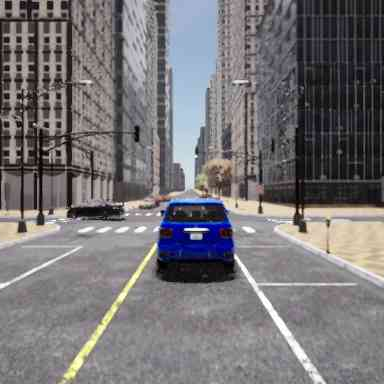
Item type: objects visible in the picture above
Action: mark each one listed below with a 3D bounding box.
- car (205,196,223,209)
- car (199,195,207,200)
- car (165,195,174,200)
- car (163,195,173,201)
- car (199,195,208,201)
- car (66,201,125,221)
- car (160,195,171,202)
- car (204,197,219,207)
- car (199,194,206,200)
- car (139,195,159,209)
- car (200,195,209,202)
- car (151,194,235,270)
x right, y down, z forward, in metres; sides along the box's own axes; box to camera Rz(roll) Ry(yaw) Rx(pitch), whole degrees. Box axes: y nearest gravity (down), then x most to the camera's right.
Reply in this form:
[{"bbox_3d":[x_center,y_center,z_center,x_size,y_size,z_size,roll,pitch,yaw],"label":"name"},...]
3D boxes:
[{"bbox_3d":[2.830,1.365,43.556,1.967,1.590,4.097,0,0,0],"label":"car"},{"bbox_3d":[2.706,1.344,83.281,2.008,1.369,4.403,0,0,0],"label":"car"},{"bbox_3d":[-5.674,1.344,83.289,2.008,1.369,4.403,0,0,0],"label":"car"},{"bbox_3d":[-5.675,1.366,77.614,2.008,1.369,4.403,0,0,0],"label":"car"},{"bbox_3d":[2.706,1.360,77.606,1.887,1.381,4.507,0,0,0],"label":"car"},{"bbox_3d":[-7.857,1.467,26.935,4.902,1.511,2.128,0,-1,20],"label":"car"},{"bbox_3d":[-5.676,1.381,71.938,1.887,1.381,4.507,0,0,0],"label":"car"},{"bbox_3d":[2.800,1.460,49.235,2.008,1.369,4.403,0,0,0],"label":"car"},{"bbox_3d":[2.708,1.295,89.127,1.752,1.417,4.829,0,0,0],"label":"car"},{"bbox_3d":[-5.810,1.451,43.389,1.752,1.417,4.829,0,0,0],"label":"car"},{"bbox_3d":[2.705,1.361,72.102,1.752,1.417,4.829,0,0,0],"label":"car"},{"bbox_3d":[0.102,1.208,11.073,2.150,2.045,5.566,0,0,0],"label":"car"}]
